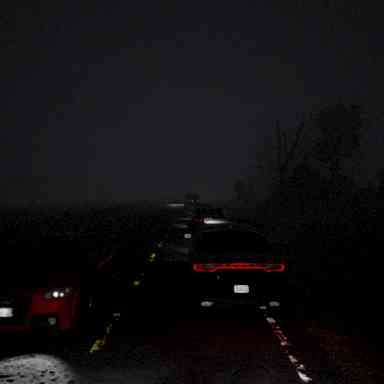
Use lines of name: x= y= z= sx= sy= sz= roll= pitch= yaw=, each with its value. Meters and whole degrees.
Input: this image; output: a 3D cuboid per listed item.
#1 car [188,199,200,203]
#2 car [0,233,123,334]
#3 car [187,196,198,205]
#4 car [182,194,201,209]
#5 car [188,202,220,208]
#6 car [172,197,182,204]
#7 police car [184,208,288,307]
car: x=0.847 y=1.511 z=24.068 sx=1.837 sy=1.490 sz=4.892 roll=0 pitch=0 yaw=0
car: x=-2.743 y=1.564 z=6.823 sx=1.994 sy=1.385 sz=4.181 roll=0 pitch=0 yaw=0
car: x=0.054 y=1.534 z=60.575 sx=1.882 sy=1.535 sz=5.008 roll=0 pitch=0 yaw=0
car: x=0.078 y=1.251 z=45.961 sx=2.150 sy=2.045 sz=5.566 roll=0 pitch=0 yaw=1
car: x=0.841 y=1.508 z=18.068 sx=1.837 sy=1.490 sz=4.892 roll=0 pitch=0 yaw=0
car: x=-2.695 y=1.662 z=62.994 sx=1.895 sy=1.301 sz=4.718 roll=0 pitch=0 yaw=0
police car: x=0.833 y=1.426 z=8.178 sx=1.930 sy=1.638 sz=5.238 roll=0 pitch=0 yaw=0
